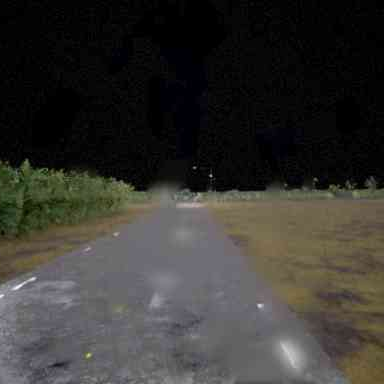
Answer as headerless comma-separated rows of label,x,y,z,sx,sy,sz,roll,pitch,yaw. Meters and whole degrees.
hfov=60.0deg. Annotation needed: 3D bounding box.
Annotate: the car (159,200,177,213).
car,-2.774,1.683,39.186,1.837,1.490,4.892,0,-1,0
